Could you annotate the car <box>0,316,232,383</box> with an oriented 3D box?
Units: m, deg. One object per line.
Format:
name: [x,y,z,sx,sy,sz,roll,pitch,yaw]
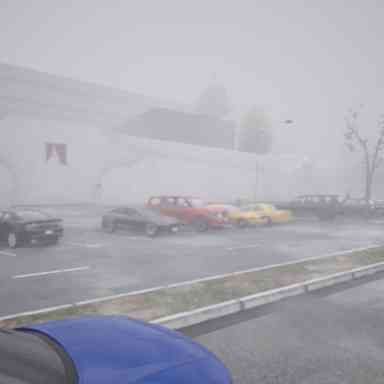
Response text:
car: [-1.949,1.477,1.742,5.008,1.535,1.882,0,0,-35]

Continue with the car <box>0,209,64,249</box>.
car: [-7.742,1.492,14.698,5.008,1.535,2.097,-1,0,35]

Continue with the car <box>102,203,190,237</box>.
car: [-2.830,1.517,18.172,4.792,1.488,2.163,-1,-1,35]

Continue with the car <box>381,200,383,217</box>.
car: [16.675,1.424,32.132,4.553,1.767,2.185,-1,-1,35]

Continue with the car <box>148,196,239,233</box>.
car: [-0.386,1.237,19.919,5.566,2.045,2.435,-1,-1,35]

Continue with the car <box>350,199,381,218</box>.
car: [14.279,1.407,30.349,4.553,1.767,2.185,-1,-1,35]

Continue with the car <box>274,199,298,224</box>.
car: [4.322,1.493,23.509,5.366,1.575,1.946,-1,-1,35]

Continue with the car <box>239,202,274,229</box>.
car: [2.189,1.483,21.564,5.366,1.575,1.946,-1,-1,35]

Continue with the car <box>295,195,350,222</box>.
car: [9.337,1.256,26.900,5.566,2.045,2.435,-1,-1,35]
